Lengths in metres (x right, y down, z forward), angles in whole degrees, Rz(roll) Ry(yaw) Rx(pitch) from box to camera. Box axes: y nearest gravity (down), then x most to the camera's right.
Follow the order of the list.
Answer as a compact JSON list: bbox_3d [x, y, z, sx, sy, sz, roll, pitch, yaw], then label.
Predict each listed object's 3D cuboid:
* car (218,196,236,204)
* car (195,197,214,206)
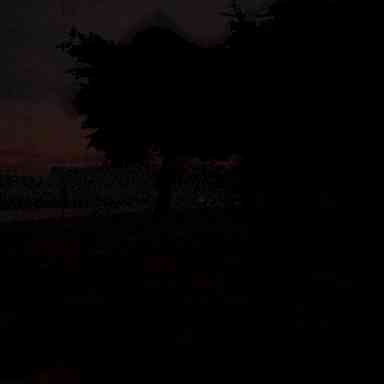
[{"bbox_3d":[7.005,1.577,65.917,2.033,1.411,5.357,3,1,29],"label":"car"},{"bbox_3d":[2.137,1.540,57.575,1.812,1.442,4.674,3,1,31],"label":"car"}]
